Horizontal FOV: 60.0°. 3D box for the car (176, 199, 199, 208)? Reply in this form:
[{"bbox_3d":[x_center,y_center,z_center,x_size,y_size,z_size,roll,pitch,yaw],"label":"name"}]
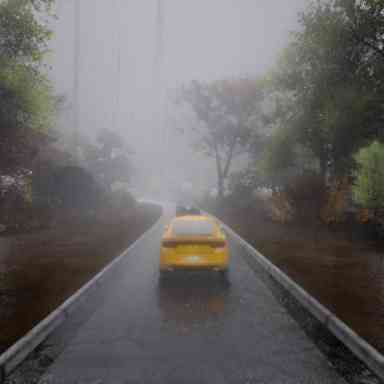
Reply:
[{"bbox_3d":[-0.424,1.455,30.774,2.097,1.767,4.553,0,0,-3],"label":"car"}]

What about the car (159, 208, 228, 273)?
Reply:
[{"bbox_3d":[0.042,1.514,10.824,1.882,1.535,5.008,0,0,0],"label":"car"}]
